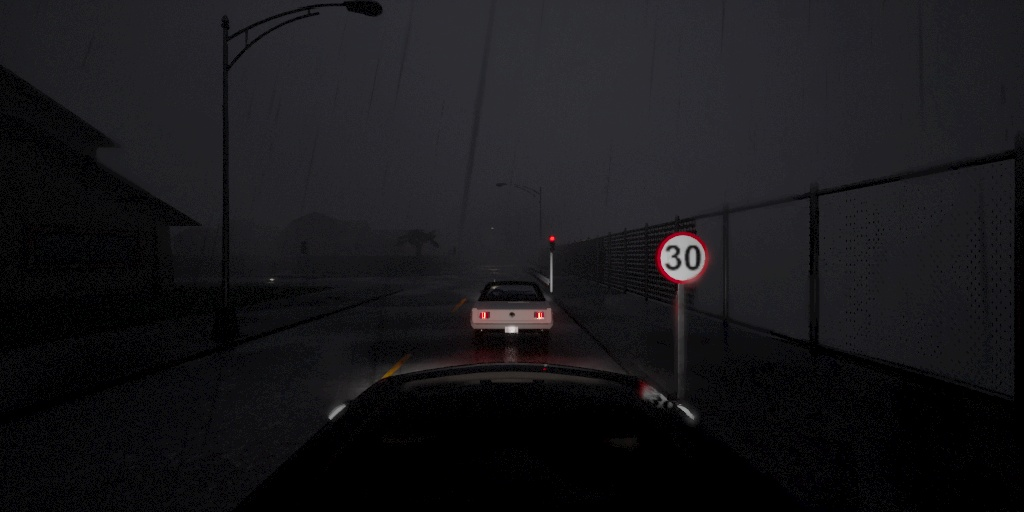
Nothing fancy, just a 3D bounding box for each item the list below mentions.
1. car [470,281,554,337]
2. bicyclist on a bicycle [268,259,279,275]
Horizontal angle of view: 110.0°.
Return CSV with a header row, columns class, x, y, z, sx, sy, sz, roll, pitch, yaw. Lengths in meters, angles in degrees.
class,x,y,z,sx,sy,sz,roll,pitch,yaw
car,-0.001,1.351,10.210,1.895,1.301,4.718,0,0,0
bicyclist on a bicycle,-24.318,1.099,36.521,0.582,1.620,1.656,0,0,0
